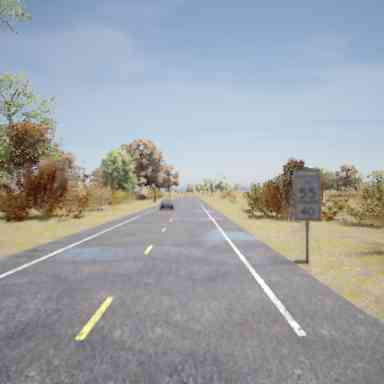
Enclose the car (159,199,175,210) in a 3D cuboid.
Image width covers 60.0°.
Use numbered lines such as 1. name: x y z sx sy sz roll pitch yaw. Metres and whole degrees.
1. car: -3.478 1.689 46.932 1.882 1.535 5.008 0 0 0
